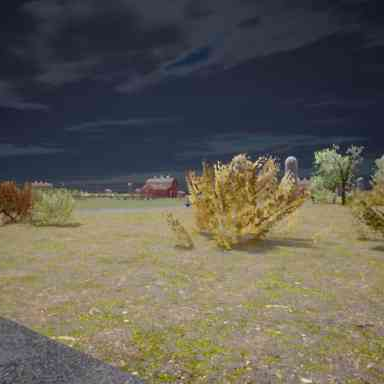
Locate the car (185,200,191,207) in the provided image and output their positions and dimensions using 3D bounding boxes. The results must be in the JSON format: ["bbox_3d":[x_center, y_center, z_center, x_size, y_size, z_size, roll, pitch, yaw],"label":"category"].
[{"bbox_3d":[0.700,2.067,62.467,1.837,1.490,4.892,-1,-1,36],"label":"car"}]
